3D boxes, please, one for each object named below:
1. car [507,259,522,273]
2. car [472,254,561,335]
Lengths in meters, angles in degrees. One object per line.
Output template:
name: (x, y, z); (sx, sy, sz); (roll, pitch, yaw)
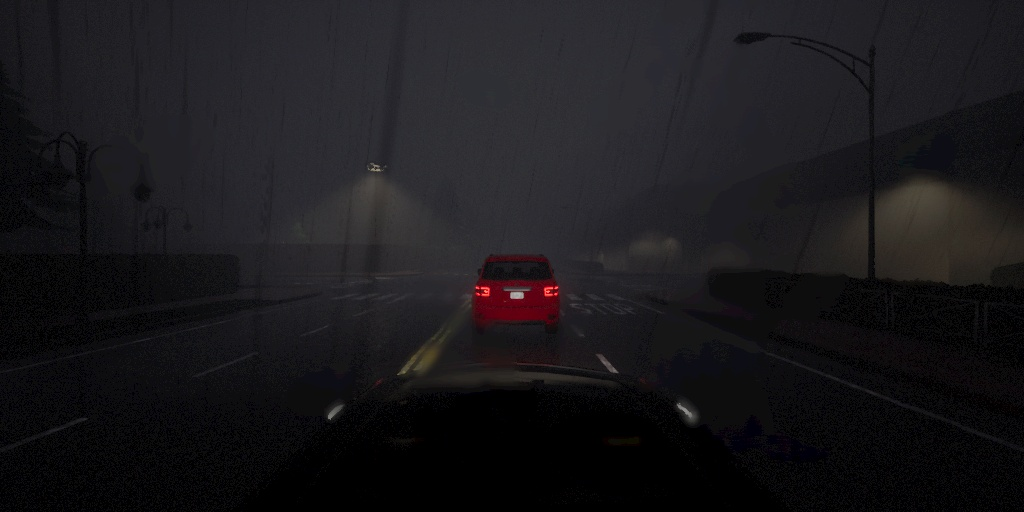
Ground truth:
car: (0.333, 1.228, 45.522); (1.882, 1.535, 5.008); (0, 0, 1)
car: (0.116, 0.971, 10.664); (2.150, 2.045, 5.566); (0, 0, 0)
